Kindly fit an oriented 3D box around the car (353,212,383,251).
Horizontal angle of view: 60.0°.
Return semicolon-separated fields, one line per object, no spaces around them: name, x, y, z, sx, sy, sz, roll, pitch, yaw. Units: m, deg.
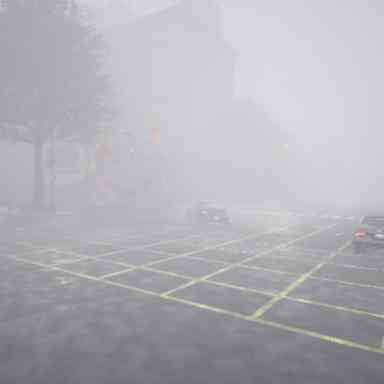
car;7.683;1.524;13.250;2.033;1.411;5.357;2;1;33

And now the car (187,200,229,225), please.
car;0.974;1.254;21.096;1.812;1.442;4.674;2;1;-11
